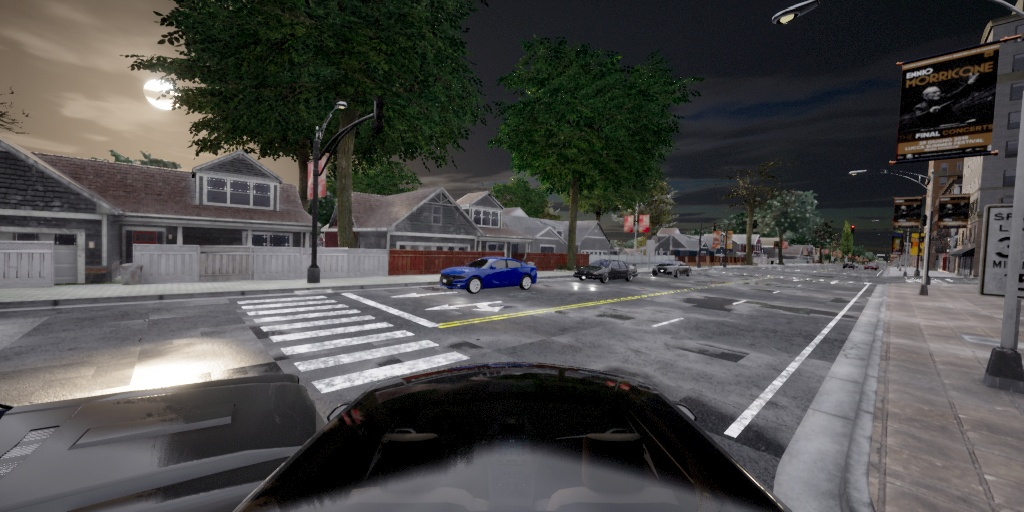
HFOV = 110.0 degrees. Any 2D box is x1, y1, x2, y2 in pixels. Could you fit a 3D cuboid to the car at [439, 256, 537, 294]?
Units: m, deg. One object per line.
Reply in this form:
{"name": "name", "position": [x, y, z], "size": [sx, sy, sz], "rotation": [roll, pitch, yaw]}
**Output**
{"name": "car", "position": [-0.966, 0.781, 16.575], "size": [5.008, 1.535, 1.882], "rotation": [1, 2, -43]}

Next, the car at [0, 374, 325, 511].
{"name": "car", "position": [-3.317, 1.274, 1.413], "size": [4.718, 1.301, 1.895], "rotation": [1, 2, -33]}

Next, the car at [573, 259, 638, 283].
{"name": "car", "position": [6.269, 0.928, 23.422], "size": [5.357, 1.411, 2.033], "rotation": [1, 2, -43]}

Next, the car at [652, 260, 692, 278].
{"name": "car", "position": [13.536, 1.026, 30.271], "size": [4.181, 1.385, 1.994], "rotation": [1, 2, -44]}
